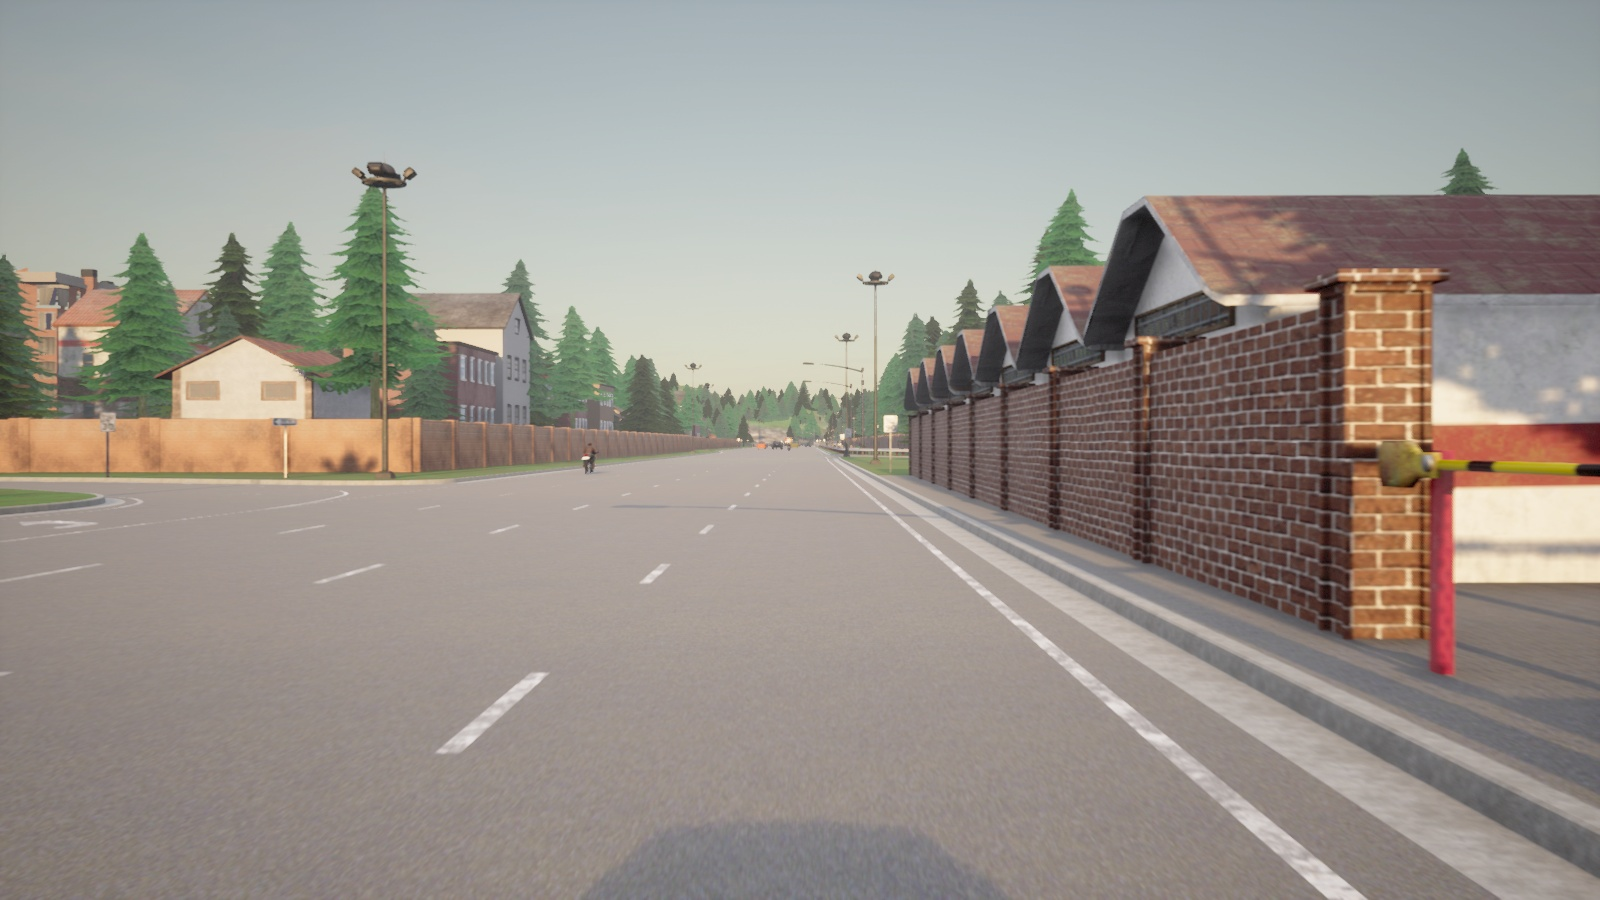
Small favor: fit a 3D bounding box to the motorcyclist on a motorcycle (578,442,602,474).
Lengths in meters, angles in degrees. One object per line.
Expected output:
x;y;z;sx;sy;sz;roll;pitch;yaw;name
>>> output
-10.141;0.378;60.718;0.797;1.523;2.044;0;0;0;motorcyclist on a motorcycle
